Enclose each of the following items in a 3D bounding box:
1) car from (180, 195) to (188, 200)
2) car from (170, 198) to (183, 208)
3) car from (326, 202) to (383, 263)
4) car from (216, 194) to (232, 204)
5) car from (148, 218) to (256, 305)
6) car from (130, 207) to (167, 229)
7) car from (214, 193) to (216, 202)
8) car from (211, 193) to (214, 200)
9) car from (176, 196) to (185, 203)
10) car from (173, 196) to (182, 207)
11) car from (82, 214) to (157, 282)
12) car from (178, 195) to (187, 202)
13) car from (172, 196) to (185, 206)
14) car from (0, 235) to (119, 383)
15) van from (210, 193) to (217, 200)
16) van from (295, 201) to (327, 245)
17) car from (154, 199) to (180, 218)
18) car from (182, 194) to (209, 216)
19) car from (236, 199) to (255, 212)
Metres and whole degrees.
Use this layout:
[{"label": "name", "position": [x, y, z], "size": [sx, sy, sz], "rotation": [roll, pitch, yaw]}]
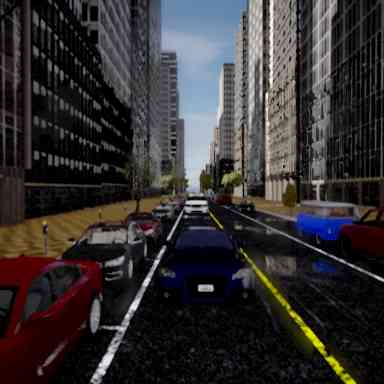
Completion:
[{"label": "car", "position": [-2.201, 1.493, 89.106], "size": [2.008, 1.369, 4.403], "rotation": [-1, 0, 0]}, {"label": "car", "position": [-2.265, 1.553, 49.320], "size": [1.802, 1.307, 4.206], "rotation": [-1, 0, 0]}, {"label": "car", "position": [6.048, 1.310, 9.521], "size": [2.192, 1.841, 5.009], "rotation": [-1, 0, 0]}, {"label": "car", "position": [6.131, 1.279, 60.674], "size": [2.192, 1.841, 5.009], "rotation": [-1, 0, 0]}, {"label": "car", "position": [0.271, 1.559, 8.023], "size": [1.994, 1.385, 4.181], "rotation": [0, 0, 1]}, {"label": "car", "position": [-2.320, 1.573, 15.219], "size": [1.802, 1.307, 4.206], "rotation": [-1, 0, 0]}, {"label": "car", "position": [6.141, 1.275, 66.358], "size": [2.192, 1.841, 5.009], "rotation": [-1, 0, 0]}, {"label": "car", "position": [6.161, 1.392, 77.725], "size": [1.967, 1.590, 4.097], "rotation": [-1, 0, 0]}, {"label": "car", "position": [-2.238, 1.485, 66.201], "size": [1.752, 1.417, 4.829], "rotation": [-1, 0, 0]}, {"label": "car", "position": [-2.284, 1.528, 37.953], "size": [2.008, 1.369, 4.403], "rotation": [-1, 0, 0]}, {"label": "car", "position": [-2.330, 1.545, 9.535], "size": [2.008, 1.369, 4.403], "rotation": [-1, 0, 0]}, {"label": "car", "position": [-2.219, 1.517, 77.739], "size": [1.947, 1.339, 4.313], "rotation": [-1, 0, 0]}, {"label": "car", "position": [-2.257, 1.407, 55.004], "size": [1.967, 1.590, 4.097], "rotation": [-1, 0, 0]}, {"label": "car", "position": [-2.339, 1.542, 3.851], "size": [1.887, 1.381, 4.507], "rotation": [-1, 0, 0]}, {"label": "van", "position": [6.187, 1.280, 94.775], "size": [1.690, 1.788, 3.998], "rotation": [-1, 0, 0]}, {"label": "van", "position": [6.058, 1.333, 15.205], "size": [1.690, 1.788, 3.998], "rotation": [-1, 0, 0]}, {"label": "car", "position": [-2.302, 1.535, 26.586], "size": [2.008, 1.369, 4.403], "rotation": [-1, 0, 0]}, {"label": "car", "position": [0.407, 1.202, 32.460], "size": [2.150, 2.045, 5.566], "rotation": [0, 0, 0]}, {"label": "car", "position": [6.097, 1.529, 37.939], "size": [2.008, 1.369, 4.403], "rotation": [-1, 0, 0]}]
